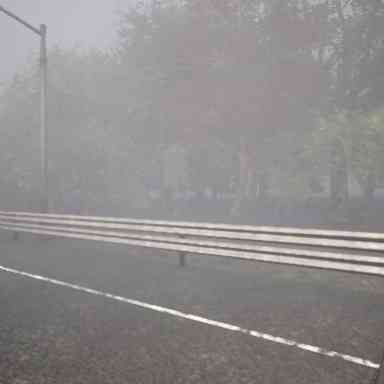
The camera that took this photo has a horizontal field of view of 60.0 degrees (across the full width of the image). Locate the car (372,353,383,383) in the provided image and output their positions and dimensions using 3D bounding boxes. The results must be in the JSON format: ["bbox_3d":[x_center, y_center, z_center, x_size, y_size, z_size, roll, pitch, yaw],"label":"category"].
[{"bbox_3d":[3.697,1.533,1.353,5.357,1.411,2.033,0,0,36],"label":"car"}]
